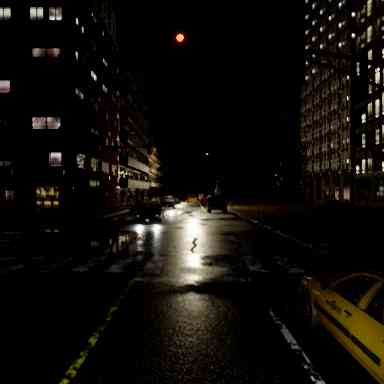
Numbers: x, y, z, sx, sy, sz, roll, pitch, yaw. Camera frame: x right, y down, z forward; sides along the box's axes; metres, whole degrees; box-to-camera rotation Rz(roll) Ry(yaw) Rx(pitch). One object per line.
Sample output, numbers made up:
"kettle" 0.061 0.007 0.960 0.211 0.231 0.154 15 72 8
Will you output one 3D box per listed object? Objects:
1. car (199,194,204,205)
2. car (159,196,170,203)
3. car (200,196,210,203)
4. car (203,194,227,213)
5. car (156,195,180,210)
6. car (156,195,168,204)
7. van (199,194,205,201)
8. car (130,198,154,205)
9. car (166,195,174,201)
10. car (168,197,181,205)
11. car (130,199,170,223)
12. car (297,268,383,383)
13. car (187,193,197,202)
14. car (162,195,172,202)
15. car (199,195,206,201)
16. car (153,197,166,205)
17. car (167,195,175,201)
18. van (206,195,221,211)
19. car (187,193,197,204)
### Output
"car" 2.683 1.338 58.454 2.192 1.841 5.009 0 0 0
"car" -5.696 1.620 69.508 1.802 1.307 4.206 0 0 0
"car" 2.684 1.583 69.508 1.887 1.381 4.507 0 0 0
"car" 2.684 1.317 36.349 2.192 1.841 5.009 0 0 0
"car" -3.094 1.499 43.582 2.128 1.511 4.902 0 0 0
"car" -5.697 1.471 63.982 1.967 1.590 4.097 0 0 0
"van" 2.682 1.416 91.614 1.690 1.788 3.998 0 0 0
"car" -5.694 1.553 36.348 2.008 1.369 4.403 0 0 0
"car" -5.696 1.589 85.918 1.752 1.417 4.829 0 0 0
"car" -3.073 1.573 60.411 2.033 1.411 5.357 0 0 0
"car" -3.104 1.555 25.755 2.033 1.411 5.357 0 0 0
"car" 2.687 1.524 4.106 1.752 1.417 4.829 0 0 0
"car" 0.000 1.272 75.838 2.150 2.045 5.566 0 0 0
"car" -5.697 1.486 75.035 1.967 1.590 4.097 0 0 0
"car" 2.684 1.590 86.258 1.752 1.417 4.829 0 0 0
"car" -5.696 1.568 58.454 1.887 1.381 4.507 0 0 0
"car" -5.697 1.619 91.614 1.887 1.381 4.507 0 0 0
"van" 2.684 1.347 41.875 1.690 1.788 3.998 0 0 0
"car" 0.098 1.510 65.363 1.882 1.535 5.008 0 0 0
